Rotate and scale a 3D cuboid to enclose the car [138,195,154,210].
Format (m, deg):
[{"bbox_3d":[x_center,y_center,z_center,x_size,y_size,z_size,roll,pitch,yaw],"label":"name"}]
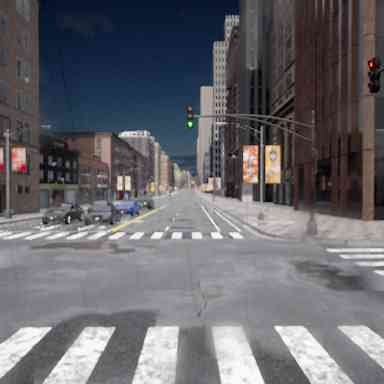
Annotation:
[{"bbox_3d":[-6.542,1.437,45.934,2.150,2.045,5.566,0,0,0],"label":"car"}]

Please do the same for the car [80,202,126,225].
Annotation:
[{"bbox_3d":[-6.580,1.681,24.958,1.994,1.385,4.181,0,0,0],"label":"car"}]

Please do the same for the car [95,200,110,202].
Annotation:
[{"bbox_3d":[-9.811,1.648,36.127,1.882,1.535,5.008,0,0,0],"label":"car"}]

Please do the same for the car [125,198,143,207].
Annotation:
[{"bbox_3d":[-9.724,1.751,56.425,2.128,1.511,4.902,0,0,1],"label":"car"}]

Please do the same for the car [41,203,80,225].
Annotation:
[{"bbox_3d":[-9.826,1.626,25.639,1.837,1.490,4.892,0,0,0],"label":"car"}]

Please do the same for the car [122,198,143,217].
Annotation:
[{"bbox_3d":[-6.565,1.638,33.953,1.882,1.535,5.008,0,0,0],"label":"car"}]
